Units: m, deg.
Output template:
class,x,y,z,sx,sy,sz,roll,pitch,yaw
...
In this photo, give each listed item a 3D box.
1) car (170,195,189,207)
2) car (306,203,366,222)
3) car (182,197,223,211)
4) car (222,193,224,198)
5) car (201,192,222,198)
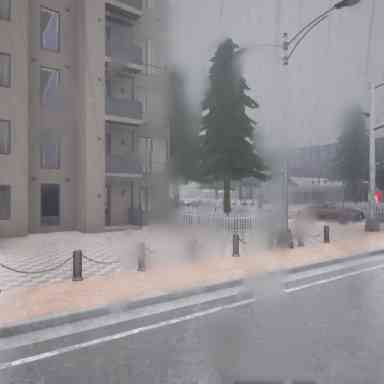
class,x,y,z,sx,sy,sz,roll,pitch,yaw
car,-3.246,1.563,50.381,2.033,1.411,5.357,0,0,-37
car,10.943,1.579,25.487,1.994,1.385,4.181,0,0,-36
car,1.137,1.579,38.501,1.994,1.385,4.181,0,0,-37
car,7.498,1.092,94.724,1.905,1.878,3.866,0,0,-37
car,5.411,1.113,92.661,1.932,1.855,4.605,0,0,-37
